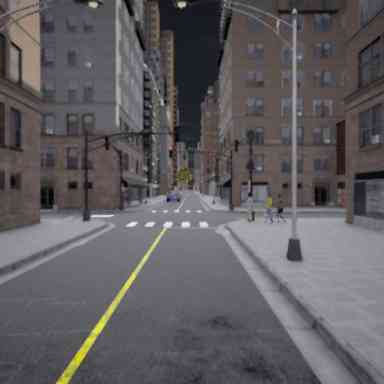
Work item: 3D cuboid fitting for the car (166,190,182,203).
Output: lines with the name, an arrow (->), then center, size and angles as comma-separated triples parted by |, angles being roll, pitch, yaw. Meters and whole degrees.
car -> -3.105, 0.729, 55.857 | 2.150, 2.045, 5.566 | 0, 1, 0

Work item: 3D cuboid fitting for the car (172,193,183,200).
car -> -3.064, 0.912, 71.480 | 2.033, 1.411, 5.357 | 0, 0, 0

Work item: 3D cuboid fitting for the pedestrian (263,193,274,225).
pedestrian -> 4.554, 0.960, 19.556 | 0.375, 1.860, 0.375 | 0, 0, 0

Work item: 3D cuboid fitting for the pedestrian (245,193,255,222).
pedestrian -> 3.616, 0.951, 20.755 | 0.375, 1.860, 0.375 | 0, 0, 0

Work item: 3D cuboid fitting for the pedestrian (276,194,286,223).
pedestrian -> 5.383, 0.945, 20.156 | 0.375, 1.860, 0.375 | 0, 0, 0
